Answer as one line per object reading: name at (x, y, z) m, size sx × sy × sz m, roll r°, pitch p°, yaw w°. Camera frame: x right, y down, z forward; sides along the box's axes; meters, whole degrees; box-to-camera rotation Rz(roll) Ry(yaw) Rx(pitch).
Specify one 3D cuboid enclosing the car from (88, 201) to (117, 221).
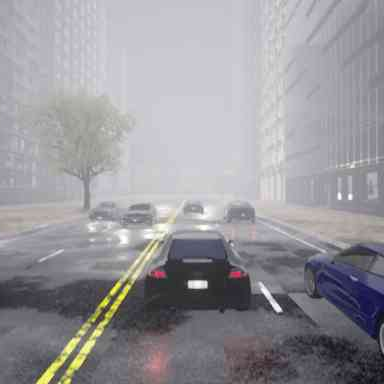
car at (-6.554, 1.439, 26.300) m, size 2.033 × 1.411 × 5.357 m, roll 0°, pitch 0°, yaw 0°

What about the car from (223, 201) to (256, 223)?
car at (3.382, 1.376, 24.452) m, size 1.882 × 1.535 × 5.008 m, roll 0°, pitch 0°, yaw 0°

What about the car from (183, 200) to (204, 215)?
car at (0.144, 1.431, 32.258) m, size 1.994 × 1.385 × 4.181 m, roll 0°, pitch 0°, yaw 0°

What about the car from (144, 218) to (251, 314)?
car at (0.107, 1.532, 7.656) m, size 1.994 × 1.385 × 4.181 m, roll 0°, pitch 0°, yaw 0°

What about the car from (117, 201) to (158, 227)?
car at (-3.316, 1.414, 21.884) m, size 1.837 × 1.490 × 4.892 m, roll 0°, pitch 0°, yaw 0°

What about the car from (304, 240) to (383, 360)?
car at (3.355, 1.503, 5.392) m, size 1.812 × 1.442 × 4.674 m, roll 0°, pitch 0°, yaw 0°
